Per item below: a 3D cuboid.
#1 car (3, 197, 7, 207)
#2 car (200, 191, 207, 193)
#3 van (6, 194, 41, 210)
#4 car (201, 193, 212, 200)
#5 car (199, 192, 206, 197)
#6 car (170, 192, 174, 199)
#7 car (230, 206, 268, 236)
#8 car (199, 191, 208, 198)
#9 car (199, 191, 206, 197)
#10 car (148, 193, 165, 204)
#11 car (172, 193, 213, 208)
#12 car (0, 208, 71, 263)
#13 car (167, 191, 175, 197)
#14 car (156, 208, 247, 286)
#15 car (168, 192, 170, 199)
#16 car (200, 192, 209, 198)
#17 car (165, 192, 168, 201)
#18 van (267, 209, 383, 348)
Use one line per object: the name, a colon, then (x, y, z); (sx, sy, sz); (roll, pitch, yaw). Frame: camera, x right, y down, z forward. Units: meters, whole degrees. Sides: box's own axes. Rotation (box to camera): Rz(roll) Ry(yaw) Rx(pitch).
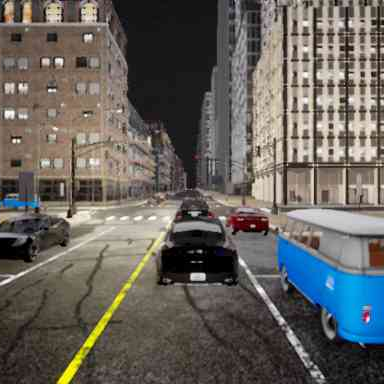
car: (-19.781, 1.315, 30.124); (4.403, 1.369, 2.008); (0, 0, 1)
car: (2.827, 0.916, 60.888); (2.008, 1.369, 4.403); (1, 1, 0)
van: (-19.656, 1.135, 38.503); (3.998, 1.788, 1.690); (0, 0, 1)
car: (2.839, 0.847, 66.539); (1.887, 1.381, 4.507); (1, 1, 0)
car: (2.897, 0.567, 94.795); (1.802, 1.307, 4.206); (1, 1, 0)
car: (-5.530, 0.789, 72.208); (2.008, 1.369, 4.403); (1, 1, 0)
car: (2.735, 1.371, 17.144); (1.887, 1.381, 4.507); (1, 1, 0)
car: (2.876, 0.553, 83.492); (1.967, 1.590, 4.097); (1, 1, 0)
car: (2.886, 0.573, 89.313); (1.752, 1.417, 4.829); (1, 1, 0)
car: (-5.578, 1.072, 49.604); (1.802, 1.307, 4.206); (1, 1, 0)
car: (0.110, 1.160, 18.967); (2.097, 1.767, 4.553); (0, 1, -1)
car: (-5.657, 1.449, 11.591); (1.947, 1.339, 4.313); (1, 1, 0)
car: (-5.495, 0.577, 88.992); (1.752, 1.417, 4.829); (1, 1, 0)
car: (0.121, 1.414, 9.068); (1.837, 1.490, 4.892); (0, 1, 0)
car: (-5.554, 0.946, 60.907); (1.802, 1.307, 4.206); (1, 1, 0)
car: (2.862, 0.727, 77.840); (2.008, 1.369, 4.403); (1, 1, 0)
car: (-5.563, 0.868, 55.255); (1.967, 1.590, 4.097); (1, 1, 0)
van: (2.714, 1.281, 5.989); (1.690, 1.788, 3.998); (1, 1, 0)
